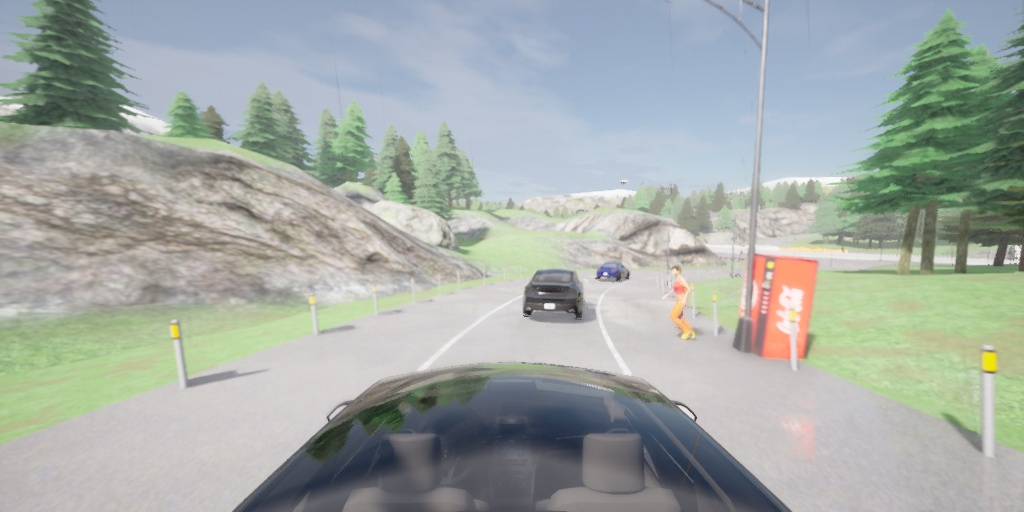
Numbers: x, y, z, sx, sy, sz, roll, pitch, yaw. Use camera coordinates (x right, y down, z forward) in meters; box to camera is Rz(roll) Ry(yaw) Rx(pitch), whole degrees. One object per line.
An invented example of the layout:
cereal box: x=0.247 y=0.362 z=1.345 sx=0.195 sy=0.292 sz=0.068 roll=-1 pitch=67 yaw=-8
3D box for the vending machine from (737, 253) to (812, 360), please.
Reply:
vending machine: x=5.416 y=0.978 z=7.632 sx=1.100 sy=2.100 sz=0.880 roll=0 pitch=0 yaw=8

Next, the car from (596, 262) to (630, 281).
car: x=8.322 y=1.222 z=29.357 sx=1.812 sy=1.442 sz=4.674 roll=3 pitch=1 yaw=31

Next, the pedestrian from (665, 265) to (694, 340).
pedestrian: x=3.974 y=1.052 z=8.518 sx=0.375 sy=1.860 sz=0.375 roll=-3 pitch=4 yaw=9

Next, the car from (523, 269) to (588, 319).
car: x=1.592 y=1.188 z=12.617 sx=1.837 sy=1.490 sz=4.892 roll=1 pitch=0 yaw=12
